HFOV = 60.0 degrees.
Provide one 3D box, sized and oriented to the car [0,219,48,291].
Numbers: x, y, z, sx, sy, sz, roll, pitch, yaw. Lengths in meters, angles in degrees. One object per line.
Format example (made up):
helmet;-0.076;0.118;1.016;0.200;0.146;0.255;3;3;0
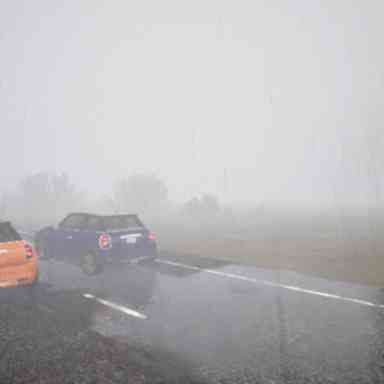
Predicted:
car;-5.618;1.378;8.093;4.553;1.767;2.097;0;0;42

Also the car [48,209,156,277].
car;-3.250;1.374;10.670;4.553;1.767;2.097;0;0;42
